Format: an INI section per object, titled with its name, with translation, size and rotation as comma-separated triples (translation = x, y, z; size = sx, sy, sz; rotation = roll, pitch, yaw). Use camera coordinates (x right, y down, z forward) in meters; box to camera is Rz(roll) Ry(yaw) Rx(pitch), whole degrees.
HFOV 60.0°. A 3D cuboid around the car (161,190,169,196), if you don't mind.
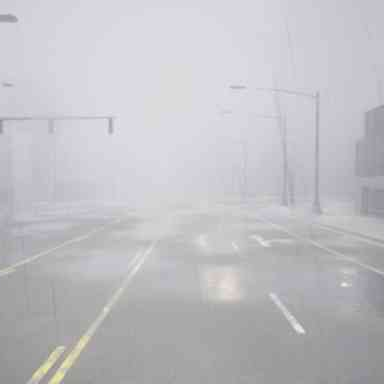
[car]
translation = -6.996, 0.161, 85.657
size = 2.033, 1.411, 5.357
rotation = 0, 1, 0
